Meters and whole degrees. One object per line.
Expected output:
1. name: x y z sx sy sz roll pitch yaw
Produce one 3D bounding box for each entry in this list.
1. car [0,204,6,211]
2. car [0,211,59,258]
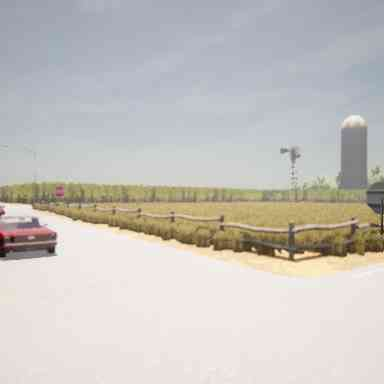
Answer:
1. car: -15.762 1.473 25.906 1.882 1.535 5.008 1 0 -35
2. car: -6.716 1.622 13.090 1.895 1.301 4.718 1 0 -35
